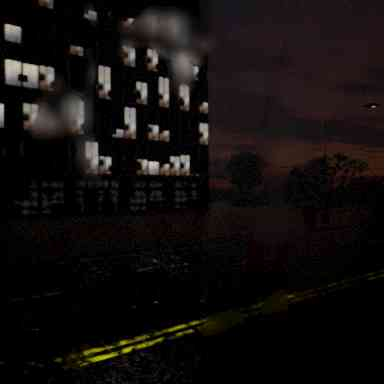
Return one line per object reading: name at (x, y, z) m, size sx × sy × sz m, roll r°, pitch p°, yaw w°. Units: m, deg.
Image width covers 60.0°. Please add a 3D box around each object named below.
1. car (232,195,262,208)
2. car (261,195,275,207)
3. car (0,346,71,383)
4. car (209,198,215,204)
car at (8.778, 1.759, 55.184) m, size 1.882 × 1.535 × 5.008 m, roll -1°, pitch 0°, yaw -33°
car at (11.558, 1.467, 56.873) m, size 2.150 × 2.045 × 5.566 m, roll -1°, pitch 0°, yaw -33°
car at (-2.899, 1.517, 1.369) m, size 4.674 × 1.442 × 1.812 m, roll 0°, pitch 0°, yaw -35°
car at (2.928, 1.801, 70.317) m, size 1.994 × 1.385 × 4.181 m, roll -1°, pitch 0°, yaw -33°
